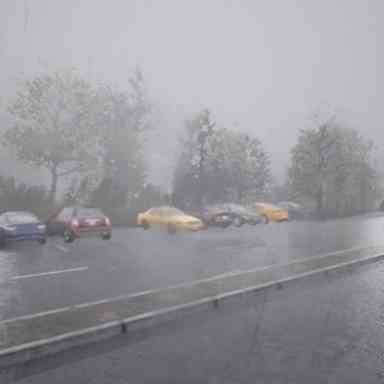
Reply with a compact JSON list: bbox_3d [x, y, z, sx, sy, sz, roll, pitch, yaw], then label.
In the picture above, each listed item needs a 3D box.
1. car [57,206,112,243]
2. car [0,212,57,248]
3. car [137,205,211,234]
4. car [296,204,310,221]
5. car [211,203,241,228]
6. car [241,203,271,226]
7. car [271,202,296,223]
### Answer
[{"bbox_3d":[-5.919,1.481,17.160,2.185,1.767,4.553,0,0,-37],"label":"car"},{"bbox_3d":[-8.130,1.640,15.504,2.002,1.452,4.674,0,0,-37],"label":"car"},{"bbox_3d":[-1.454,1.599,20.380,1.946,1.575,5.366,0,0,-37],"label":"car"},{"bbox_3d":[7.191,1.561,27.215,2.231,1.521,4.892,0,0,-37],"label":"car"},{"bbox_3d":[0.609,1.627,22.226,2.163,1.488,4.792,0,0,-37],"label":"car"},{"bbox_3d":[2.808,1.587,23.879,2.231,1.521,4.892,0,0,-37],"label":"car"},{"bbox_3d":[5.002,1.574,25.542,2.097,1.535,5.008,0,0,-37],"label":"car"}]
